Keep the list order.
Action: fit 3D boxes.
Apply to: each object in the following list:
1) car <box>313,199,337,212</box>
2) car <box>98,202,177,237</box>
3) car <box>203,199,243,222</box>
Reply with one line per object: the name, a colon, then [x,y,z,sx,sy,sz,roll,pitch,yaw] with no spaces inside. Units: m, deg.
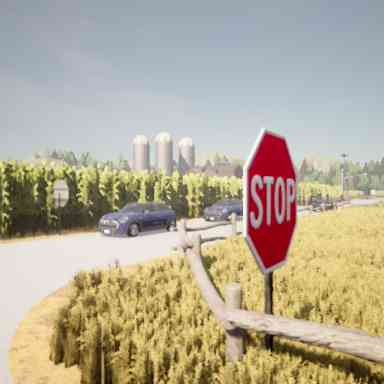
car: [15.122,1.486,37.727,2.128,1.511,4.902,0,0,35]
car: [-2.864,1.345,18.101,2.097,1.767,4.553,0,0,35]
car: [2.781,1.345,26.032,2.097,1.767,4.553,0,0,36]
